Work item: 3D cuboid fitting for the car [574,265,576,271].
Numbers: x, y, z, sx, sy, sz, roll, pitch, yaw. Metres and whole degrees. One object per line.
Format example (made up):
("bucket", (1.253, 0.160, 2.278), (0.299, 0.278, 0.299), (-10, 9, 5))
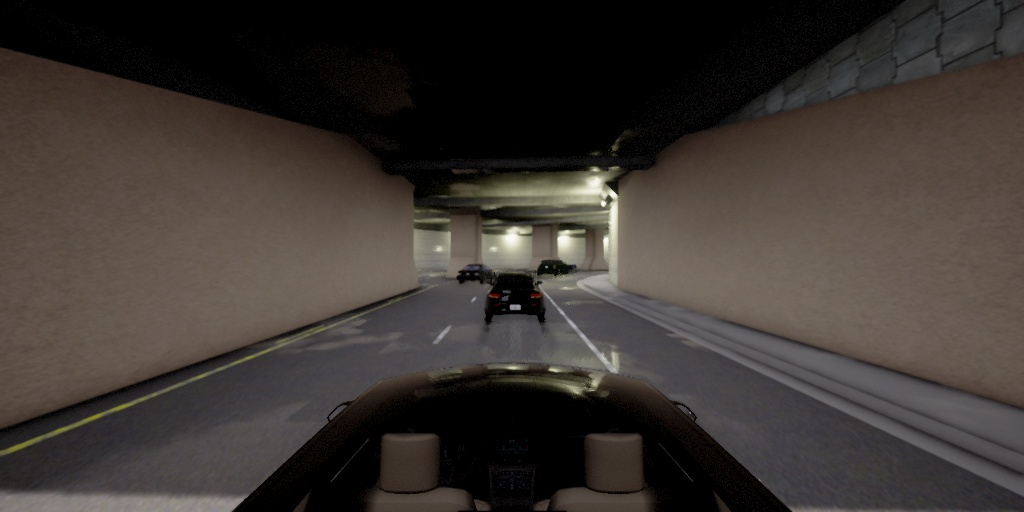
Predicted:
("car", (6.030, 1.348, 44.620), (1.895, 1.301, 4.718), (0, 0, 42))

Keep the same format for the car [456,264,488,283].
("car", (-2.651, 1.295, 27.275), (2.033, 1.411, 5.357), (0, 0, 9))

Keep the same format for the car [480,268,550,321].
("car", (0.089, 1.275, 12.348), (1.812, 1.442, 4.674), (0, 0, 0))

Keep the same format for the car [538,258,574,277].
("car", (4.356, 1.100, 36.567), (2.097, 1.767, 4.553), (0, 0, 28))
